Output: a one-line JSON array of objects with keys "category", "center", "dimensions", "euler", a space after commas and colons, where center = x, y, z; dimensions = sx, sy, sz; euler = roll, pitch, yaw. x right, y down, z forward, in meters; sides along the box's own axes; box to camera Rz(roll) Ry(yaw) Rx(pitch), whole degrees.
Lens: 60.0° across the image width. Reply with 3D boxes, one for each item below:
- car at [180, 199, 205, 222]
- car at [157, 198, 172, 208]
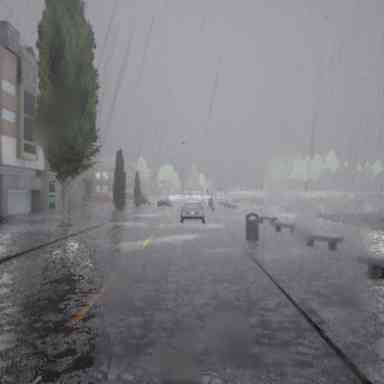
[{"category": "car", "center": [0.064, 1.537, 25.870], "dimensions": [2.033, 1.411, 5.357], "euler": [0, 0, 0]}, {"category": "car", "center": [-4.032, 1.580, 48.641], "dimensions": [1.895, 1.301, 4.718], "euler": [0, 0, 1]}]
